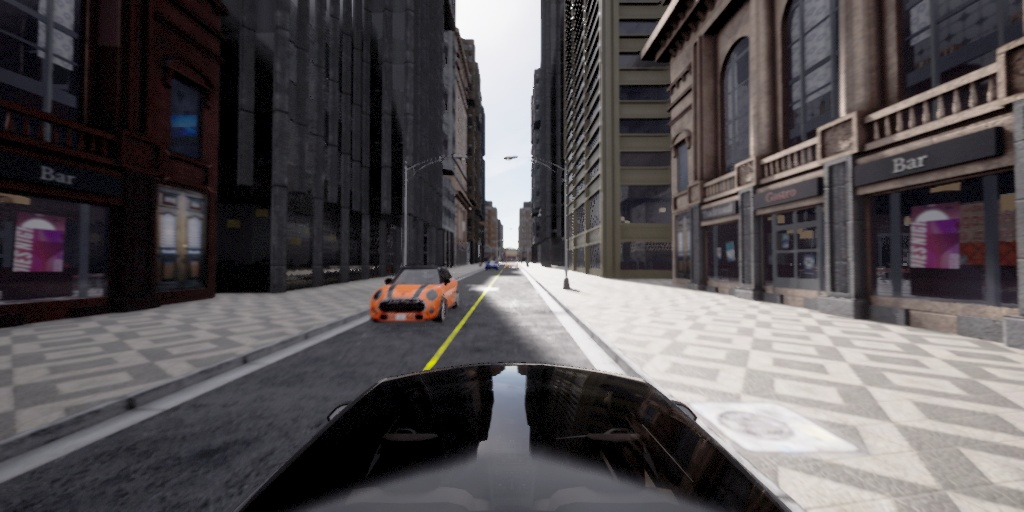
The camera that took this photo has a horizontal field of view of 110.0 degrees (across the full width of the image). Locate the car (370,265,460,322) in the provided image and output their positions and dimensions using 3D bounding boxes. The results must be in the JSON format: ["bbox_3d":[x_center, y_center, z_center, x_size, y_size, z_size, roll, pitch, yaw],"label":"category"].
[{"bbox_3d":[-3.107,1.131,12.283,2.097,1.767,4.553,0,0,0],"label":"car"}]

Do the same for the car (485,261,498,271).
[{"bbox_3d":[-3.093,1.435,54.961,1.882,1.535,5.008,0,0,0],"label":"car"}]
